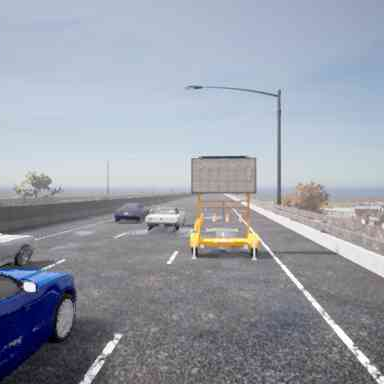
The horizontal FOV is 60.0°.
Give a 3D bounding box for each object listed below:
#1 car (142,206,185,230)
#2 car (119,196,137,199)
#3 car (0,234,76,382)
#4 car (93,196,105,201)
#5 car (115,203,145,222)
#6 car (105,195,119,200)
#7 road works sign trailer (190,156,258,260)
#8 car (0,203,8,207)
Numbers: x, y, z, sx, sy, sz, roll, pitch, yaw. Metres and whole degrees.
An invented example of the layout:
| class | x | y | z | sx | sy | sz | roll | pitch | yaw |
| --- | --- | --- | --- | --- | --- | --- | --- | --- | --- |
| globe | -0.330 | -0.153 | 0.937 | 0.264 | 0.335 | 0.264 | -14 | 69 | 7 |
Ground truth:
| class | x | y | z | sx | sy | sz | roll | pitch | yaw |
| --- | --- | --- | --- | --- | --- | --- | --- | --- | --- |
| car | -1.534 | 1.593 | 21.144 | 1.895 | 1.301 | 4.718 | 0 | 0 | 5 |
| car | -12.135 | 1.453 | 65.642 | 2.128 | 1.511 | 4.902 | 0 | 0 | 5 |
| car | -2.949 | 1.477 | 3.462 | 1.882 | 1.535 | 5.008 | 0 | 0 | 5 |
| car | -18.880 | 1.480 | 68.877 | 2.128 | 1.511 | 4.902 | 0 | 0 | 5 |
| car | -4.634 | 1.554 | 26.281 | 1.994 | 1.385 | 4.181 | 0 | 0 | 5 |
| car | -15.488 | 1.456 | 67.392 | 1.837 | 1.490 | 4.892 | 0 | 0 | 5 |
| road works sign trailer | 1.181 | 0.460 | 12.460 | 2.380 | 3.560 | 2.880 | 0 | 0 | 5 |
| car | -15.464 | 1.516 | 25.086 | 1.812 | 1.442 | 4.674 | 0 | 0 | 5 |
